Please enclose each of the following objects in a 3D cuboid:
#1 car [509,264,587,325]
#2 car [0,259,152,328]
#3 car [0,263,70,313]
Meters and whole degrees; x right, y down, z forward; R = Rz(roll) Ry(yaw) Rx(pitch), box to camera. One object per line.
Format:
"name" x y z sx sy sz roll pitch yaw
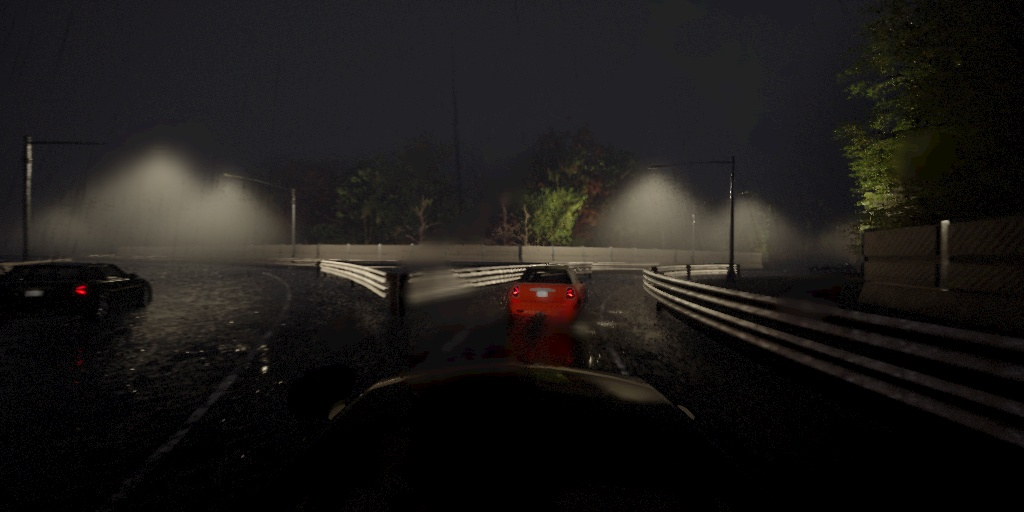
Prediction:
"car" 1.397 1.105 12.247 2.097 1.767 4.553 1 0 15
"car" -13.108 0.948 10.929 2.097 1.767 4.553 1 0 -29
"car" -17.726 1.034 11.973 2.128 1.511 4.902 1 0 -30
